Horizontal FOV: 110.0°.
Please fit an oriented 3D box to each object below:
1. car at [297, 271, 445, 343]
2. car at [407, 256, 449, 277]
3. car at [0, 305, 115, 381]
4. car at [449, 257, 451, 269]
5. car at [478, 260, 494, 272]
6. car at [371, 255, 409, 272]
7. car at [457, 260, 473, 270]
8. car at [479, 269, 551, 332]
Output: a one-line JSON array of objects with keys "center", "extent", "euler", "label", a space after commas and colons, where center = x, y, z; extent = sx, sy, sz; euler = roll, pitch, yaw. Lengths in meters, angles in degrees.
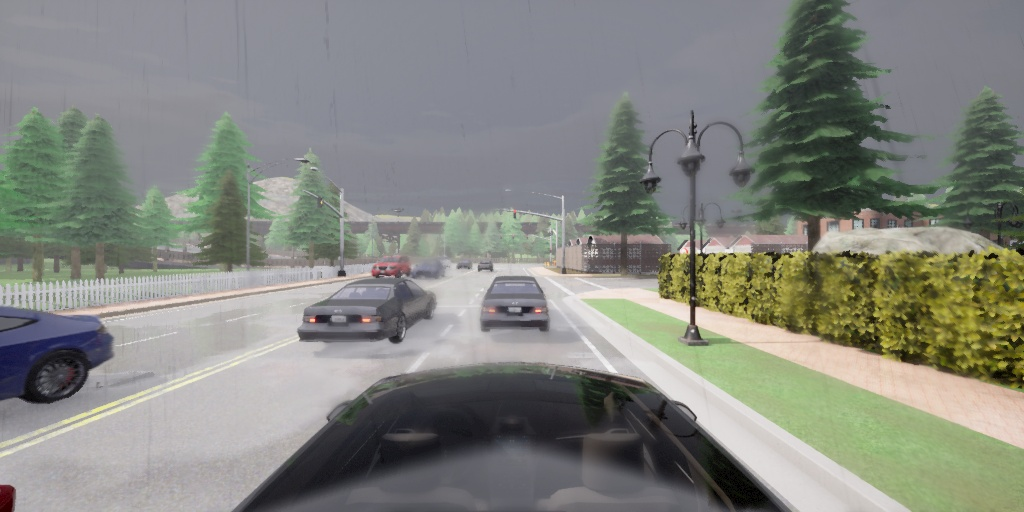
[{"center": [-3.416, 1.297, 9.624], "extent": [2.033, 1.411, 5.357], "euler": [0, 0, 0], "label": "car"}, {"center": [-7.095, 1.102, 30.870], "extent": [2.097, 1.767, 4.553], "euler": [0, 0, 0], "label": "car"}, {"center": [-7.087, 1.276, 3.638], "extent": [1.812, 1.442, 4.674], "euler": [0, 0, 0], "label": "car"}, {"center": [-10.495, 0.978, 53.729], "extent": [2.150, 2.045, 5.566], "euler": [0, 0, 0], "label": "car"}, {"center": [-3.395, 1.241, 46.713], "extent": [2.128, 1.511, 4.902], "euler": [0, 0, 0], "label": "car"}, {"center": [-10.596, 0.971, 32.096], "extent": [2.150, 2.045, 5.566], "euler": [0, 0, 0], "label": "car"}, {"center": [-6.995, 1.297, 53.709], "extent": [2.033, 1.411, 5.357], "euler": [0, 0, 0], "label": "car"}, {"center": [0.085, 1.297, 10.839], "extent": [2.033, 1.411, 5.357], "euler": [0, 0, 0], "label": "car"}]
